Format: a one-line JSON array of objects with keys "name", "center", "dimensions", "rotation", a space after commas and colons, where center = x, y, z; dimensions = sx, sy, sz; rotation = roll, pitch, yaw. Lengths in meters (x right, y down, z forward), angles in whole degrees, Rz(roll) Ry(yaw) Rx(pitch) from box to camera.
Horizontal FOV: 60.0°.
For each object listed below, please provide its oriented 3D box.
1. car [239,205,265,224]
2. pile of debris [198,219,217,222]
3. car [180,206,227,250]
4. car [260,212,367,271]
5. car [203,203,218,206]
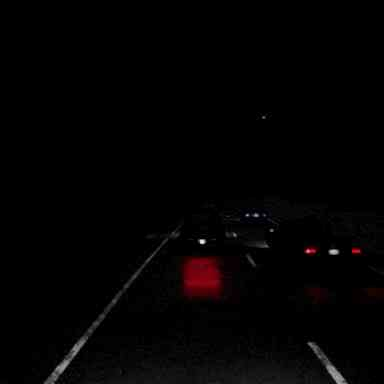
[{"name": "car", "center": [4.724, 1.696, 25.886], "dimensions": [2.033, 1.411, 5.357], "rotation": [0, 0, 5]}, {"name": "pile of debris", "center": [1.271, 2.338, 27.397], "dimensions": [1.500, 0.140, 1.860], "rotation": [0, 0, 5]}, {"name": "car", "center": [0.529, 1.614, 15.036], "dimensions": [1.837, 1.490, 4.892], "rotation": [0, 0, 3]}, {"name": "car", "center": [3.817, 1.625, 11.166], "dimensions": [2.033, 1.411, 5.357], "rotation": [0, 0, 3]}, {"name": "car", "center": [1.691, 1.703, 30.829], "dimensions": [1.812, 1.442, 4.674], "rotation": [0, 0, 6]}]
